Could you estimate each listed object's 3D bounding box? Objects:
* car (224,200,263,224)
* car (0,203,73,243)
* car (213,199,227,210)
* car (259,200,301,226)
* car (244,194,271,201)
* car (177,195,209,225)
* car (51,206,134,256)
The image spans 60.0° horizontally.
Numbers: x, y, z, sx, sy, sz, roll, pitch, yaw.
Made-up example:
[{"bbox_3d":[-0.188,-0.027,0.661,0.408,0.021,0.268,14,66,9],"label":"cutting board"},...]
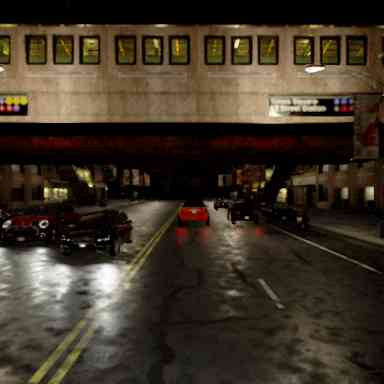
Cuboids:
[{"bbox_3d":[3.659,1.528,24.448,1.812,1.442,4.674,0,0,1],"label":"car"},{"bbox_3d":[-7.029,1.354,15.959,2.097,1.767,4.553,0,0,1],"label":"car"},{"bbox_3d":[3.718,1.551,42.242,2.033,1.411,5.357,0,0,0],"label":"car"},{"bbox_3d":[6.722,1.597,26.447,1.895,1.301,4.718,0,0,0],"label":"car"},{"bbox_3d":[6.676,1.231,33.843,2.435,2.045,5.566,0,0,0],"label":"car"},{"bbox_3d":[0.161,1.354,24.469,2.097,1.767,4.553,0,0,0],"label":"car"},{"bbox_3d":[-3.525,1.508,13.185,1.837,1.490,4.892,0,-1,0],"label":"car"}]
